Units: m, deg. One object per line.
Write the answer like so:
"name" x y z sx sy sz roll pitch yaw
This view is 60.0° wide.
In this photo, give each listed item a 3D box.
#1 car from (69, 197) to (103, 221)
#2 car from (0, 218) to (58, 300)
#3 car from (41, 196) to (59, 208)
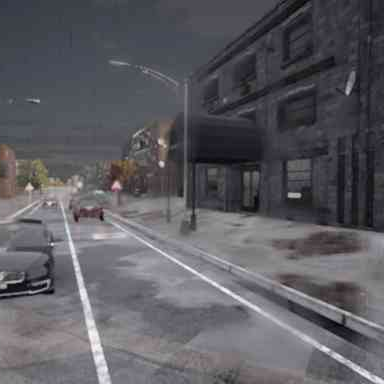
"car" -8.285 1.243 26.235 2.097 1.767 4.553 0 0 -22
"car" -4.430 1.478 8.356 1.837 1.490 4.892 0 0 -22
"car" -18.620 1.242 43.680 2.128 1.511 4.902 0 0 -22
